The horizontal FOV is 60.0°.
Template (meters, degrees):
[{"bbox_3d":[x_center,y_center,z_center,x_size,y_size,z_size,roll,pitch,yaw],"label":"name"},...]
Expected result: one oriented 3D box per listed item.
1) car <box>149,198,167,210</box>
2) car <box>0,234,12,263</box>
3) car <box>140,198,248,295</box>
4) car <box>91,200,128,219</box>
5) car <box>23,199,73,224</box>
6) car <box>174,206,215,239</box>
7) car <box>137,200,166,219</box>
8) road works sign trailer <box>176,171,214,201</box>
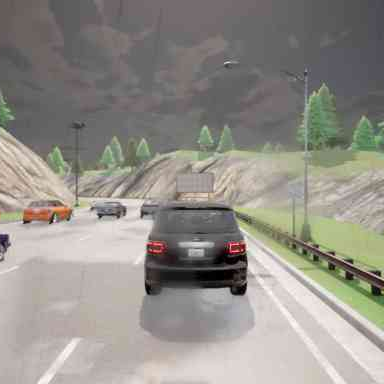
[{"bbox_3d":[-4.530,1.547,43.773,2.033,1.411,5.357,0,0,-8],"label":"car"},{"bbox_3d":[-6.909,1.600,8.920,1.895,1.301,4.718,0,0,0],"label":"car"},{"bbox_3d":[0.088,1.221,8.840,2.150,2.045,5.566,0,0,0],"label":"car"},{"bbox_3d":[-7.001,1.548,29.481,2.033,1.411,5.357,0,0,-2],"label":"car"},{"bbox_3d":[-10.440,1.352,24.494,2.097,1.767,4.553,0,0,0],"label":"car"},{"bbox_3d":[0.108,1.559,18.065,1.994,1.385,4.181,0,0,0],"label":"car"},{"bbox_3d":[-3.546,1.491,30.261,2.128,1.511,4.902,0,0,-1],"label":"car"},{"bbox_3d":[0.188,0.464,21.562,2.380,3.560,2.880,0,0,0],"label":"road works sign trailer"}]
